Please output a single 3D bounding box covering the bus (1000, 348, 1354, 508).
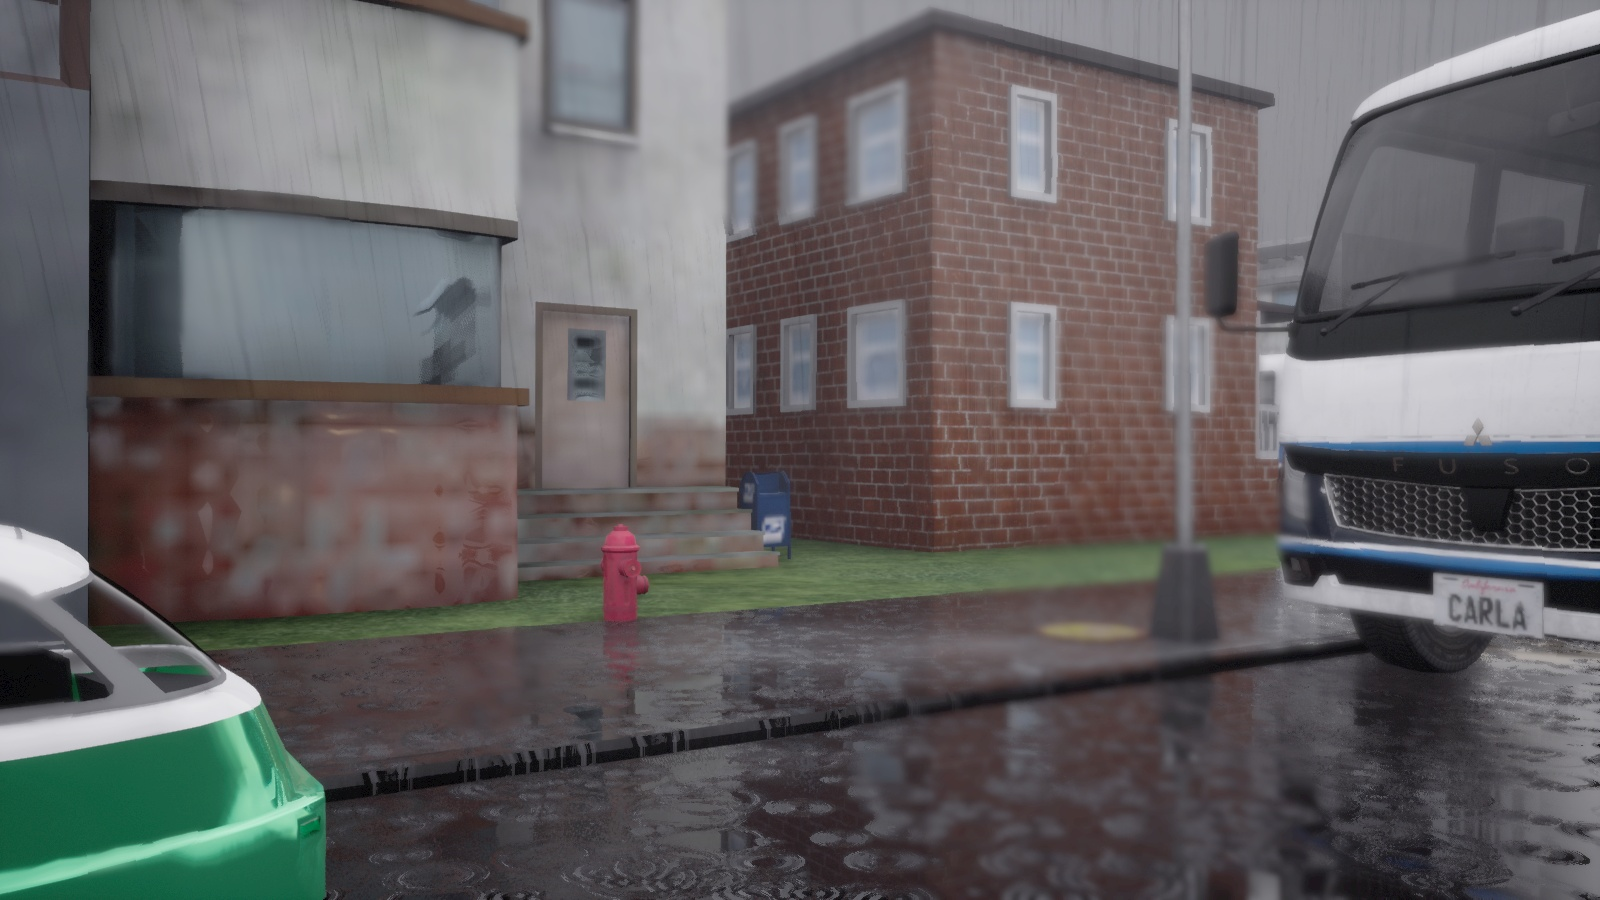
[{"bbox_3d":[11.213,-0.560,38.790,3.944,4.253,10.273,0,0,-34],"label":"bus"}]

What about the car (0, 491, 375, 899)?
[{"bbox_3d":[-2.264,0.811,2.770,2.207,1.376,1.481,0,0,-33],"label":"car"}]

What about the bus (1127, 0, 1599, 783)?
[{"bbox_3d":[7.584,-0.626,8.923,10.273,4.253,3.944,0,0,-29],"label":"bus"}]
